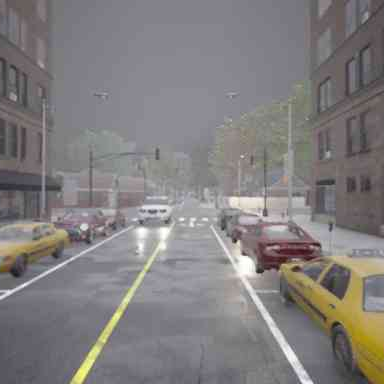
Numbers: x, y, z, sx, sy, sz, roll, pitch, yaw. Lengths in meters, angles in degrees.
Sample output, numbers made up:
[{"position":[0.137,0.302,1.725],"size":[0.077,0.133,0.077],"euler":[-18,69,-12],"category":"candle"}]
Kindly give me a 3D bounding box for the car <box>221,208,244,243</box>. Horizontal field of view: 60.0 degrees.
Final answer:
[{"position":[2.618,1.672,16.170],"size":[1.802,1.307,4.206],"euler":[0,0,0],"category":"car"}]

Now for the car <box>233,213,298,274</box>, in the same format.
[{"position":[2.625,1.603,10.652],"size":[1.887,1.381,4.507],"euler":[0,0,0],"category":"car"}]

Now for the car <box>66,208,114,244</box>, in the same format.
[{"position":[-5.407,1.535,16.158],"size":[1.967,1.590,4.097],"euler":[0,0,0],"category":"car"}]

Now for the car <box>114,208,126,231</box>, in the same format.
[{"position":[-5.414,1.708,21.677],"size":[1.802,1.307,4.206],"euler":[0,0,0],"category":"car"}]

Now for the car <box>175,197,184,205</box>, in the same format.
[{"position":[-3.146,1.951,72.370],"size":[1.837,1.490,4.892],"euler":[0,0,0],"category":"car"}]

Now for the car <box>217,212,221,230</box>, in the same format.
[{"position":[2.611,1.687,21.689],"size":[1.947,1.339,4.313],"euler":[0,0,0],"category":"car"}]

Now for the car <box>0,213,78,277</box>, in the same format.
[{"position":[-5.400,1.587,10.469],"size":[1.752,1.417,4.829],"euler":[0,0,0],"category":"car"}]

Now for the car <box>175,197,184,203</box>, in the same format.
[{"position":[-3.207,2.083,87.950],"size":[2.128,1.511,4.902],"euler":[0,0,0],"category":"car"}]

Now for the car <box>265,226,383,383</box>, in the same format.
[{"position":[2.632,1.554,5.304],"size":[1.752,1.417,4.829],"euler":[0,0,0],"category":"car"}]

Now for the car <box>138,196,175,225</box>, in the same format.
[{"position":[-2.783,1.374,26.165],"size":[2.150,2.045,5.566],"euler":[0,-1,0],"category":"car"}]
